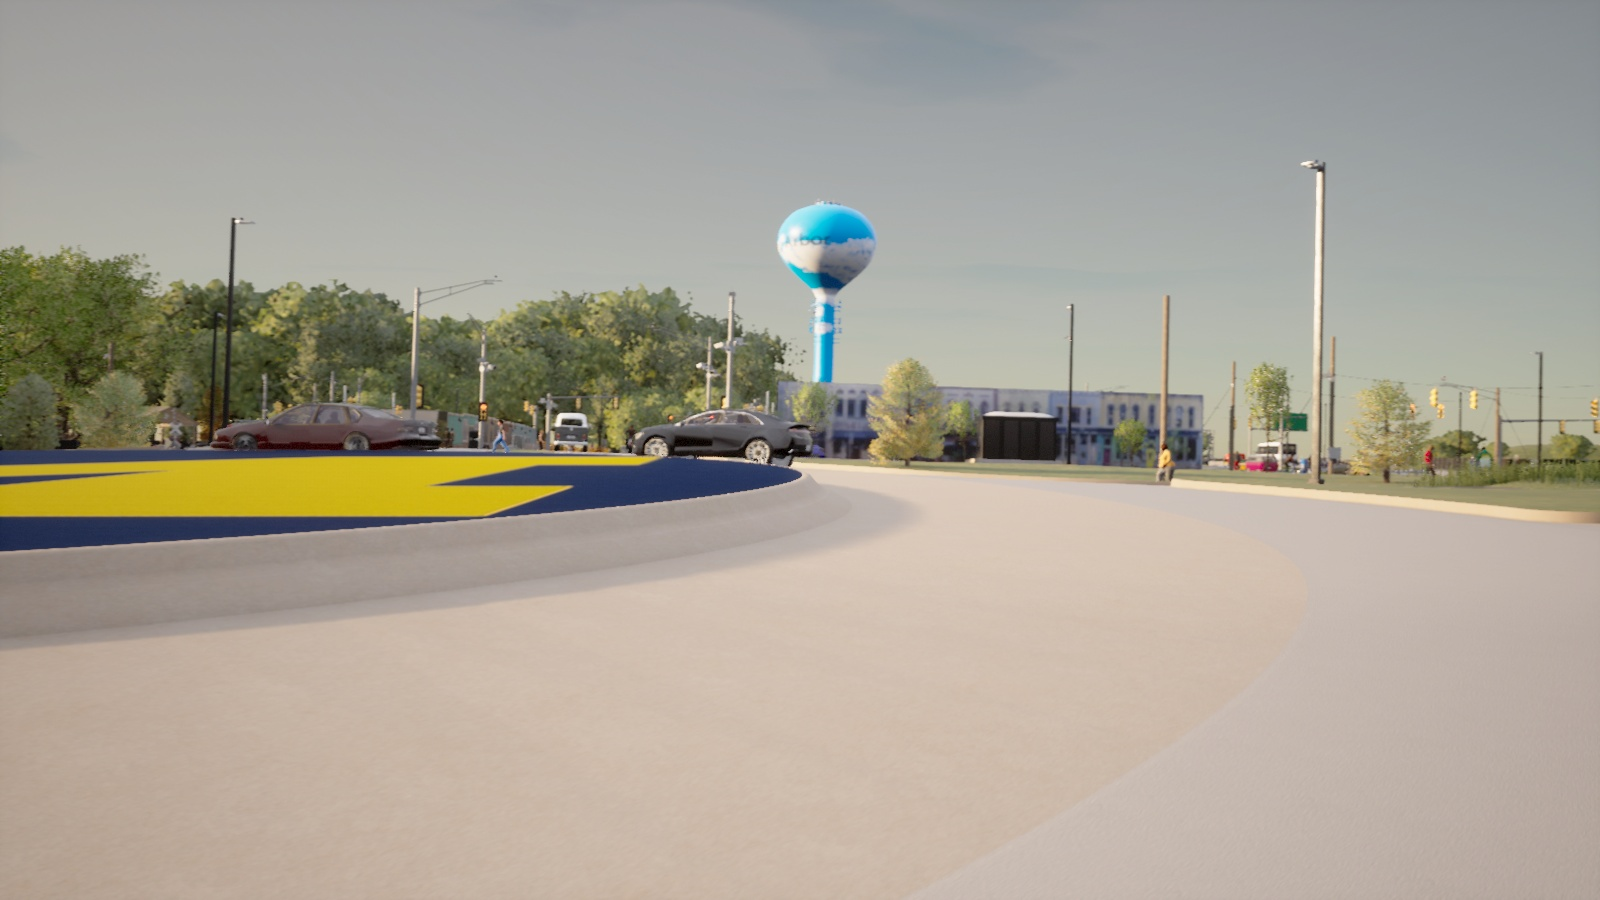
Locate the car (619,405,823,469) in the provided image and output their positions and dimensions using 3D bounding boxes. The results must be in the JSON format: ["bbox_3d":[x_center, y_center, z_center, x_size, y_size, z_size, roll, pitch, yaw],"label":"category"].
[{"bbox_3d":[-2.078,-0.336,33.197,4.902,1.511,2.128,1,-1,20],"label":"car"}]

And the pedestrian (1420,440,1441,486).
[{"bbox_3d":[25.162,0.521,50.120,0.636,1.846,0.331,1,-1,1],"label":"pedestrian"}]

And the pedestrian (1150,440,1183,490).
[{"bbox_3d":[14.035,0.575,48.047,0.900,1.855,0.874,2,-2,-9],"label":"pedestrian"}]

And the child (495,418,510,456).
[{"bbox_3d":[-10.102,-0.451,42.647,0.437,1.263,0.270,2,-2,-9],"label":"child"}]

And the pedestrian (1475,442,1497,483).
[{"bbox_3d":[33.255,0.614,60.875,0.659,1.952,0.873,1,-2,7],"label":"pedestrian"}]

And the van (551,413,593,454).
[{"bbox_3d":[-12.202,-0.834,67.473,2.069,2.038,4.480,2,-1,-9],"label":"van"}]

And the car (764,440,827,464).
[{"bbox_3d":[-0.320,0.155,85.370,4.193,1.474,1.816,2,-2,-3],"label":"car"}]

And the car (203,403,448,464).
[{"bbox_3d":[-11.564,-0.370,30.728,5.357,1.411,2.033,0,-1,12],"label":"car"}]
